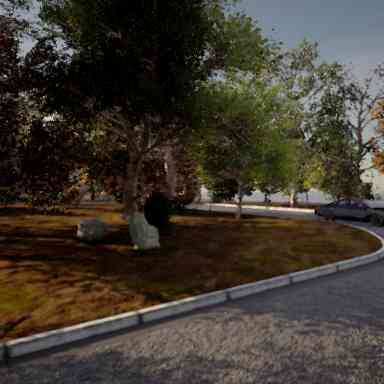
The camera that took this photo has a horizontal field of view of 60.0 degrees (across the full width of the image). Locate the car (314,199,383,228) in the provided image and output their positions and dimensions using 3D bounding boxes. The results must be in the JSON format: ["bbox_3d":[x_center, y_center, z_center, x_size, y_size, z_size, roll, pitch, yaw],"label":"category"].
[{"bbox_3d":[9.451,1.094,18.758,2.033,1.411,5.357,1,1,-26],"label":"car"}]

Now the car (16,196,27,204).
[{"bbox_3d":[-19.381,0.561,33.363,4.674,1.442,1.812,1,0,-38],"label":"car"}]
